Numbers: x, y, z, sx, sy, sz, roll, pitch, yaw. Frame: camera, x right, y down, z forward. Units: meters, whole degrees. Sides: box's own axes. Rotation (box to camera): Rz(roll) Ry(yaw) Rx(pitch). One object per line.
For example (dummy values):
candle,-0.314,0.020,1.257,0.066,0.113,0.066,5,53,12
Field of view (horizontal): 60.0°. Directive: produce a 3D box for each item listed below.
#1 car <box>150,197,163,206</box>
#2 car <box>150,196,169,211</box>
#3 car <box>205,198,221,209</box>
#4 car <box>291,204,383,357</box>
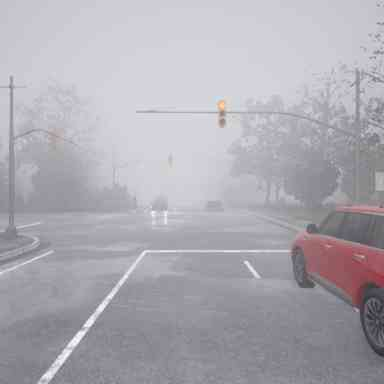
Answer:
car,-7.480,1.918,69.216,2.097,1.767,4.553,0,-1,-13
car,-4.075,1.571,42.521,1.837,1.490,4.892,0,-1,-3
car,2.910,1.585,46.673,1.882,1.535,5.008,0,-1,-4
car,3.590,1.222,6.130,2.150,2.045,5.566,0,0,0
